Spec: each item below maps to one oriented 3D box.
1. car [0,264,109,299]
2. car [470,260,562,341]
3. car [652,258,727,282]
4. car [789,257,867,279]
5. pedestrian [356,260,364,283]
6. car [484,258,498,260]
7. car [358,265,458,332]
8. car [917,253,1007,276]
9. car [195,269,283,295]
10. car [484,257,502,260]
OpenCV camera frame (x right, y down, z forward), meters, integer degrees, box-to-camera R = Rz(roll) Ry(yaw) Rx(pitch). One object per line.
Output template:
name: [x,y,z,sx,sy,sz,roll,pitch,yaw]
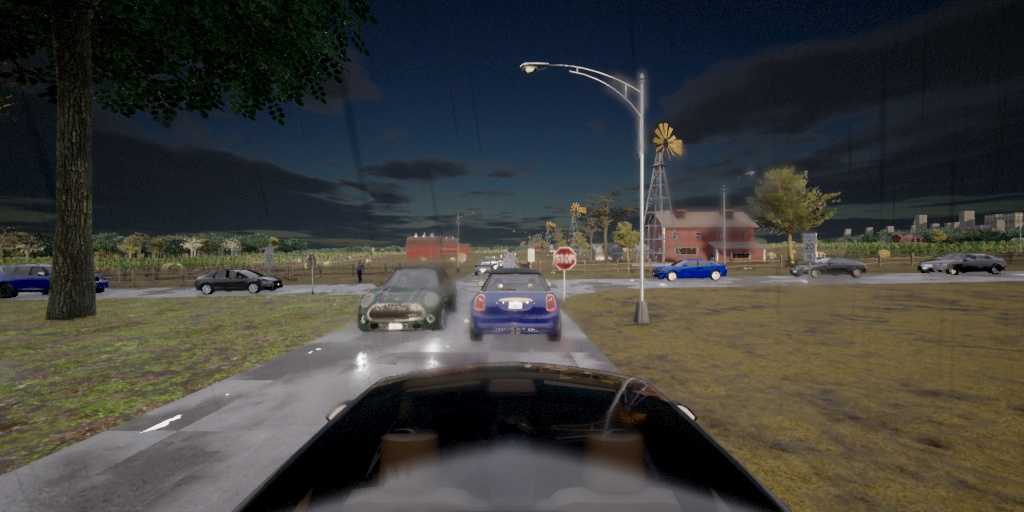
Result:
car: [-29.333,1.537,22.867,5.566,2.045,2.150,-1,1,1]
car: [0.080,1.104,10.003,2.097,1.767,4.553,0,0,0]
car: [12.606,0.948,25.626,5.008,1.535,1.882,-1,1,-1]
car: [22.577,0.797,25.652,4.674,1.442,1.812,-1,1,0]
pedestrian: [-12.211,1.215,28.784,0.375,1.860,0.375,0,2,0]
car: [-2.919,1.308,38.345,2.128,1.511,4.902,0,0,0]
car: [-2.884,1.104,10.862,2.097,1.767,4.553,0,0,-2]
car: [32.010,0.571,25.614,4.902,1.511,2.128,-1,1,0]
car: [-17.303,1.598,22.831,4.892,1.490,1.837,-1,1,0]
car: [-2.928,1.097,48.570,2.150,2.045,5.566,0,0,0]
